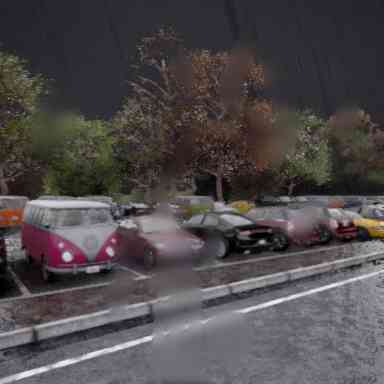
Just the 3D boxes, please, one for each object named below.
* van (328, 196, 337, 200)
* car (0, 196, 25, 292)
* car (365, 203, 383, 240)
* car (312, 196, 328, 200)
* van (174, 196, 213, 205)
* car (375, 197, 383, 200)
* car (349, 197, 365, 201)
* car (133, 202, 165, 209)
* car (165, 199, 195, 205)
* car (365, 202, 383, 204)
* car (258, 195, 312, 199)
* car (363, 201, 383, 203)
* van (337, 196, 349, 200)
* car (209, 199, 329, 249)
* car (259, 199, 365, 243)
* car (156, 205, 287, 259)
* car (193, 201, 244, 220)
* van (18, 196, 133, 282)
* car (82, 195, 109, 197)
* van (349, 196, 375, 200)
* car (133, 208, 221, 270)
[{"bbox_3d":[13.694,1.424,37.994,1.878,1.987,4.442,0,0,-36],"label":"van"},{"bbox_3d":[-5.928,1.175,8.039,2.435,2.045,5.566,0,0,-36],"label":"car"},{"bbox_3d":[7.739,1.535,17.560,1.946,1.575,5.366,0,0,-36],"label":"car"},{"bbox_3d":[11.391,1.380,36.454,2.435,2.045,5.566,0,0,-36],"label":"car"},{"bbox_3d":[-0.058,1.312,28.436,1.878,1.987,4.442,0,0,-36],"label":"van"},{"bbox_3d":[22.615,1.762,44.560,2.163,1.488,4.792,1,0,-36],"label":"car"},{"bbox_3d":[18.127,1.687,41.317,2.097,1.535,5.008,0,0,-36],"label":"car"},{"bbox_3d":[-4.391,1.501,25.183,2.097,1.535,5.008,0,0,-36],"label":"car"},{"bbox_3d":[-2.140,1.560,26.799,2.002,1.452,4.674,0,0,-36],"label":"car"},{"bbox_3d":[9.892,1.558,19.322,2.231,1.521,4.892,0,0,-36],"label":"car"},{"bbox_3d":[9.139,1.361,34.842,2.435,2.045,5.566,0,0,-36],"label":"car"},{"bbox_3d":[12.142,1.576,20.948,2.231,1.521,4.892,0,0,-36],"label":"car"},{"bbox_3d":[15.811,1.443,39.796,1.878,1.987,4.442,1,0,-36],"label":"van"},{"bbox_3d":[3.136,1.375,14.454,2.185,1.767,4.553,0,0,-36],"label":"car"},{"bbox_3d":[5.393,1.394,16.070,2.185,1.767,4.553,0,0,-36],"label":"car"},{"bbox_3d":[0.863,1.482,12.858,2.097,1.535,5.008,0,0,-36],"label":"car"},{"bbox_3d":[2.260,1.596,29.955,2.002,1.452,4.674,0,0,-36],"label":"car"},{"bbox_3d":[-3.586,1.219,9.537,1.878,1.987,4.442,0,0,-36],"label":"van"},{"bbox_3d":[-6.730,1.231,23.481,2.435,2.045,5.566,0,0,-36],"label":"car"},{"bbox_3d":[20.459,1.483,42.848,1.878,1.987,4.442,1,0,-36],"label":"van"},{"bbox_3d":[-1.400,1.504,11.249,2.002,1.452,4.674,0,0,-36],"label":"car"}]
